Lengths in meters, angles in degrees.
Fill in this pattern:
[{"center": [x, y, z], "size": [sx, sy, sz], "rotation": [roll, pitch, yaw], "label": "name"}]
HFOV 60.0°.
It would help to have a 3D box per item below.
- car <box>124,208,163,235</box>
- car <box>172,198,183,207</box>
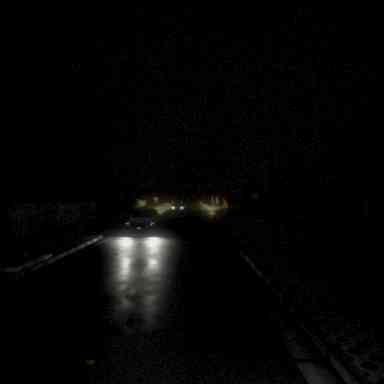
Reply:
[{"center": [-2.825, 1.685, 20.011], "size": [1.812, 1.442, 4.674], "rotation": [0, 0, 0], "label": "car"}, {"center": [-2.748, 1.868, 63.617], "size": [2.097, 1.767, 4.553], "rotation": [0, -1, 0], "label": "car"}]
